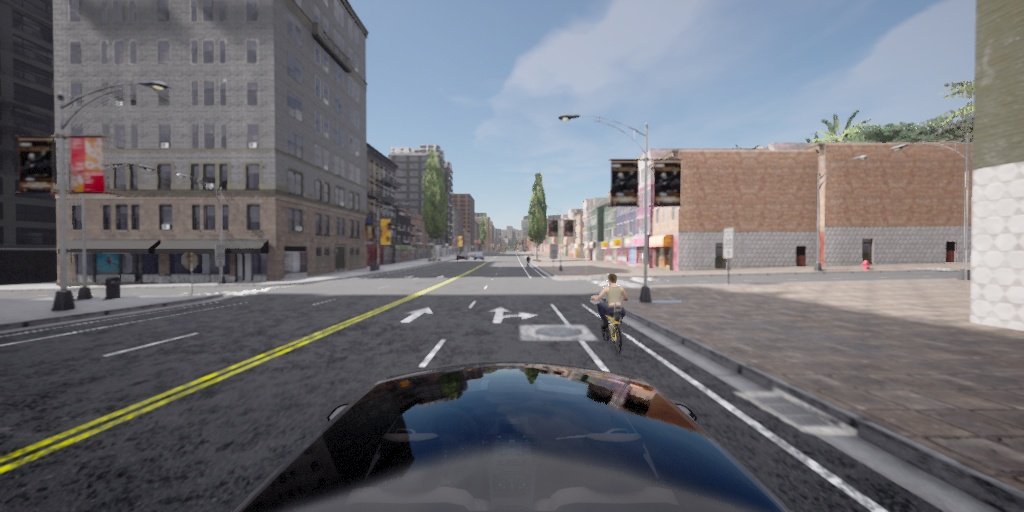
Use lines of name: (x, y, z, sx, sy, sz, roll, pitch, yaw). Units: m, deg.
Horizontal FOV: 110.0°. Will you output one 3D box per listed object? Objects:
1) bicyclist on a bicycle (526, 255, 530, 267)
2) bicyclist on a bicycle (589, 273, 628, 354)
bicyclist on a bicycle: (2.254, 0.778, 50.156, 0.659, 1.776, 1.843, 0, 1, 0)
bicyclist on a bicycle: (2.155, 1.183, 7.795, 0.866, 1.612, 1.509, 0, 0, 0)
